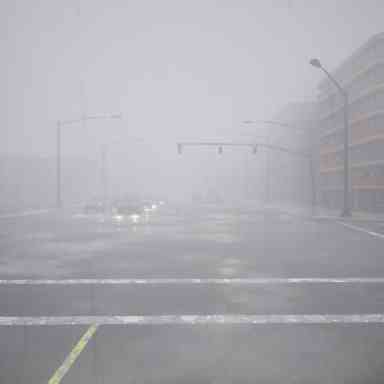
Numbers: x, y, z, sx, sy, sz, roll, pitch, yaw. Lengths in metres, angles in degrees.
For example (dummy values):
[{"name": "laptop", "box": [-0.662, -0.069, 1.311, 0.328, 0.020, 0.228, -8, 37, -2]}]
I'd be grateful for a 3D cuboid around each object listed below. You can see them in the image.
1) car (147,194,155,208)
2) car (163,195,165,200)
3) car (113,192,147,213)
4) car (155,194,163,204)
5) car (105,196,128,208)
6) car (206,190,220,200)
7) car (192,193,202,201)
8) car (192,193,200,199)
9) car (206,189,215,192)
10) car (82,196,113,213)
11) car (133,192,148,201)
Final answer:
[{"name": "car", "box": [-6.309, 1.277, 43.346, 1.812, 1.442, 4.674, 0, 1, 0]}, {"name": "car", "box": [-6.208, 1.012, 62.756, 1.895, 1.301, 4.718, 0, 1, 1]}, {"name": "car", "box": [-6.335, 1.226, 34.463, 2.097, 1.767, 4.553, 0, 1, 0]}, {"name": "car", "box": [-6.276, 1.080, 52.627, 2.128, 1.511, 4.902, 0, 1, 0]}, {"name": "car", "box": [-9.808, 1.314, 43.449, 1.994, 1.385, 4.181, 0, 1, 0]}, {"name": "car", "box": [4.457, 0.919, 65.884, 1.994, 1.385, 4.181, 0, 1, 0]}, {"name": "car", "box": [0.948, 0.879, 63.308, 1.882, 1.535, 5.008, 0, 1, 0]}, {"name": "car", "box": [0.886, 0.792, 76.127, 1.895, 1.301, 4.718, 0, 1, 0]}, {"name": "car", "box": [4.387, 0.425, 75.867, 2.150, 2.045, 5.566, 0, 1, 0]}, {"name": "car", "box": [-9.833, 1.225, 34.806, 2.097, 1.767, 4.553, 0, 1, 0]}, {"name": "car", "box": [-9.702, 0.896, 63.144, 2.128, 1.511, 4.902, 0, 1, 1]}]
